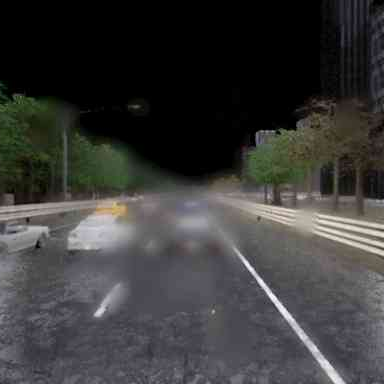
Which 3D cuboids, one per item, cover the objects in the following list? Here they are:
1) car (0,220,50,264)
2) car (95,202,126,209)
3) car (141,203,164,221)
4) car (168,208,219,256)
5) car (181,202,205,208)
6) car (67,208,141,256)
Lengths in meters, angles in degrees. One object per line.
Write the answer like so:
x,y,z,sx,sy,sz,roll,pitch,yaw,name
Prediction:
-6.955,1.659,11.959,1.895,1.301,4.718,0,0,1,car
-6.932,1.610,28.739,1.882,1.535,5.008,0,0,1,car
-3.435,1.657,28.327,1.812,1.442,4.674,0,0,0,car
0.054,1.590,13.319,1.812,1.442,4.674,0,0,0,car
0.066,1.611,28.763,1.882,1.535,5.008,0,0,0,car
-3.443,1.590,13.304,1.812,1.442,4.674,0,0,0,car
